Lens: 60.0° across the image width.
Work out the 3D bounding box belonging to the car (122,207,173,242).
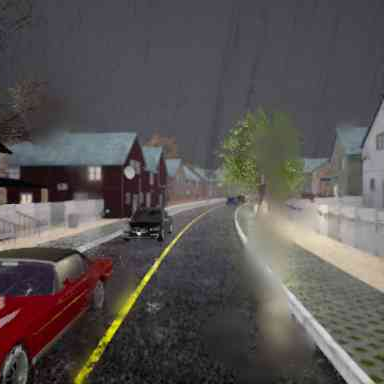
[{"bbox_3d":[-2.129,1.585,17.029,1.837,1.490,4.892,0,0,5],"label":"car"}]

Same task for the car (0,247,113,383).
[{"bbox_3d":[-2.722,1.628,5.093,1.895,1.301,4.718,0,0,2],"label":"car"}]

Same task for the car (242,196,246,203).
[{"bbox_3d":[9.469,1.358,66.142,1.812,1.442,4.674,0,1,16],"label":"car"}]

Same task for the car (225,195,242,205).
[{"bbox_3d":[6.816,1.475,56.210,1.812,1.442,4.674,0,0,14],"label":"car"}]
